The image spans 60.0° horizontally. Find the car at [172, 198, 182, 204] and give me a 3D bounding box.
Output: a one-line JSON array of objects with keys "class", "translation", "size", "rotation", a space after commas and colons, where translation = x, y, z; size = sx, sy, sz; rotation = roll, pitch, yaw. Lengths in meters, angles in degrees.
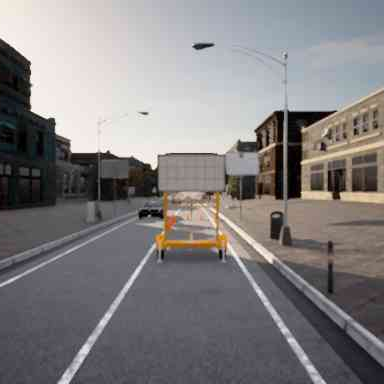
[{"class": "car", "translation": [-3.095, 1.822, 68.078], "size": [1.895, 1.301, 4.718], "rotation": [0, -1, 0]}]

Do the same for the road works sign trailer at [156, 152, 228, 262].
[{"class": "road works sign trailer", "translation": [-0.015, 0.403, 11.767], "size": [2.380, 3.560, 2.880], "rotation": [0, 0, 0]}]

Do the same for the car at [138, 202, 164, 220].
[{"class": "car", "translation": [-3.135, 1.461, 26.786], "size": [1.895, 1.301, 4.718], "rotation": [0, 0, 0]}]
